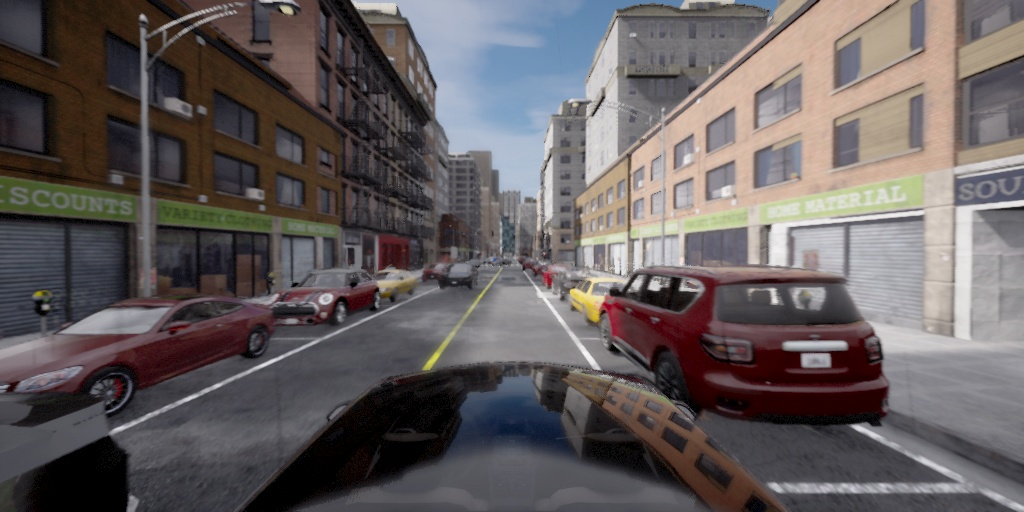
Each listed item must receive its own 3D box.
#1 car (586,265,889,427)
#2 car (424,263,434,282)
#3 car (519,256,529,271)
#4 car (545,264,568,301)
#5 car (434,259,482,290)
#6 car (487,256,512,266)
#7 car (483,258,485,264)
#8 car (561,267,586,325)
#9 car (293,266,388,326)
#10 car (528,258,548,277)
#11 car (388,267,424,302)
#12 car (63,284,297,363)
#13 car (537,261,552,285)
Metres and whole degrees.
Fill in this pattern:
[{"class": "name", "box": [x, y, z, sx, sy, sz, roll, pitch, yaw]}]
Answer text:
[{"class": "car", "box": [2.856, 1.049, 5.750, 2.192, 1.841, 5.009, 0, 0, 0]}, {"class": "car", "box": [-5.674, 1.210, 27.734, 1.888, 1.381, 4.507, 0, 0, 0]}, {"class": "car", "box": [2.379, 0.975, 46.120, 2.097, 1.767, 4.553, 0, 0, 0]}, {"class": "car", "box": [2.854, 1.246, 16.742, 2.007, 1.370, 4.403, 0, 0, 0]}, {"class": "car", "box": [-3.103, 1.159, 21.789, 1.882, 1.535, 5.008, 0, 0, 0]}, {"class": "car", "box": [-1.836, 1.108, 65.281, 2.128, 1.511, 4.902, 0, 0, 31]}, {"class": "car", "box": [-5.678, 1.173, 55.218, 1.948, 1.339, 4.313, 0, 0, 0]}, {"class": "car", "box": [2.854, 1.240, 11.416, 1.751, 1.417, 4.829, 0, 0, 0]}, {"class": "car", "box": [-5.671, 1.155, 11.245, 1.967, 1.591, 4.097, 0, 0, 0]}, {"class": "car", "box": [2.851, 1.090, 33.232, 1.967, 1.591, 4.097, 0, 0, 0]}, {"class": "car", "box": [-5.672, 1.222, 16.571, 1.751, 1.417, 4.829, 0, 0, 0]}, {"class": "car", "box": [-5.670, 1.317, 5.748, 1.802, 1.307, 4.207, 0, 0, 0]}, {"class": "car", "box": [2.853, 1.225, 22.239, 1.888, 1.381, 4.507, 0, 0, 0]}]
